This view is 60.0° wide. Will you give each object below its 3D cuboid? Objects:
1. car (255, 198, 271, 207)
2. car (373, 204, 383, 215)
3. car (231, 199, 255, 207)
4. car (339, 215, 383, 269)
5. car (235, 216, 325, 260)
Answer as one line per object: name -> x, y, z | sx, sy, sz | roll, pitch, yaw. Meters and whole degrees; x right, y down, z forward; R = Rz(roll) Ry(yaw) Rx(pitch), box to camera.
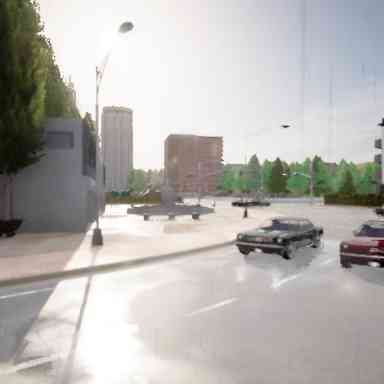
car -> 11.732, 1.765, 56.639 | 1.837, 1.490, 4.892 | 0, -1, -14
car -> 18.416, 1.669, 30.558 | 1.895, 1.301, 4.718 | 0, 0, 8
car -> 8.287, 1.930, 56.000 | 1.895, 1.301, 4.718 | 0, 0, -14
car -> 6.209, 1.628, 10.663 | 1.895, 1.301, 4.718 | -1, 0, 37
car -> 3.543, 1.655, 12.880 | 1.895, 1.301, 4.718 | -1, 0, 37
